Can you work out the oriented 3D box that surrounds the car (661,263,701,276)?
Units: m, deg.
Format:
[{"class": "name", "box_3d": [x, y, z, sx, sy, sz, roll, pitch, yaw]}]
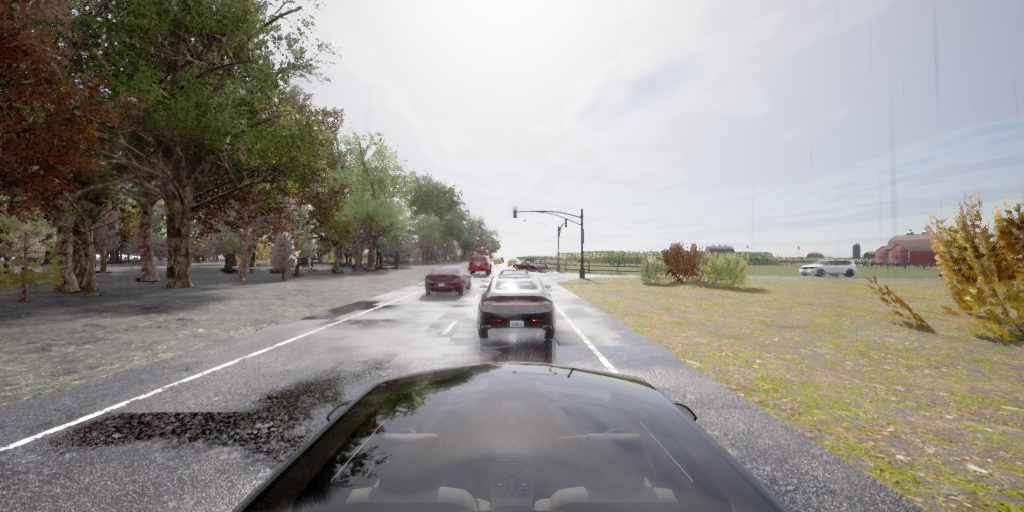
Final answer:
[{"class": "car", "box_3d": [19.810, 1.528, 41.658, 4.892, 1.490, 1.837, 1, -1, 0]}]

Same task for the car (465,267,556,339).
[{"class": "car", "box_3d": [0.110, 1.244, 10.113, 2.128, 1.511, 4.902, 0, 0, 0]}]

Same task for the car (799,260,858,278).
[{"class": "car", "box_3d": [36.643, 1.428, 41.566, 5.566, 2.045, 2.150, 1, -1, 0]}]

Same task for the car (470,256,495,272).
[{"class": "car", "box_3d": [-3.364, 0.979, 38.632, 2.150, 2.045, 5.566, 0, 0, 0]}]

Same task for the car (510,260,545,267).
[{"class": "car", "box_3d": [2.172, 1.369, 47.560, 1.895, 1.301, 4.718, 0, 1, -36]}]

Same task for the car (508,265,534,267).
[{"class": "car", "box_3d": [0.119, 1.355, 19.235, 1.895, 1.301, 4.718, 0, 0, 0]}]

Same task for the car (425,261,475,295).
[{"class": "car", "box_3d": [-3.380, 1.232, 19.668, 1.882, 1.535, 5.008, 0, 0, 0]}]

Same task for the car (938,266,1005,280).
[{"class": "car", "box_3d": [48.625, 1.825, 37.888, 5.357, 1.411, 2.033, 1, -1, 1]}]
